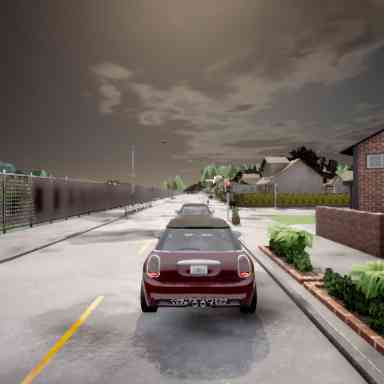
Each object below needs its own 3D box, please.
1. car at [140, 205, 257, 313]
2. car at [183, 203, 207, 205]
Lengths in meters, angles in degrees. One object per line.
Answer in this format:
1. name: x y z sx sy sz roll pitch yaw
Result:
1. car: 0.120 1.352 7.840 2.097 1.767 4.553 0 0 0
2. car: 0.152 1.352 17.538 2.097 1.767 4.553 0 0 0
